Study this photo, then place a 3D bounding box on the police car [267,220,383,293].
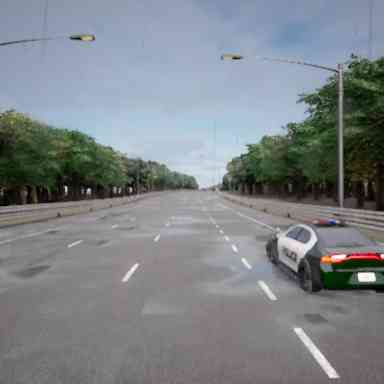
[{"bbox_3d":[3.488,1.546,9.129,2.038,1.542,4.974,0,0,-1],"label":"police car"}]
